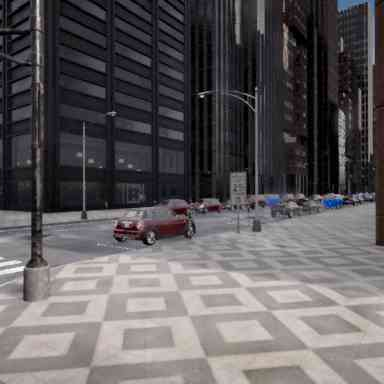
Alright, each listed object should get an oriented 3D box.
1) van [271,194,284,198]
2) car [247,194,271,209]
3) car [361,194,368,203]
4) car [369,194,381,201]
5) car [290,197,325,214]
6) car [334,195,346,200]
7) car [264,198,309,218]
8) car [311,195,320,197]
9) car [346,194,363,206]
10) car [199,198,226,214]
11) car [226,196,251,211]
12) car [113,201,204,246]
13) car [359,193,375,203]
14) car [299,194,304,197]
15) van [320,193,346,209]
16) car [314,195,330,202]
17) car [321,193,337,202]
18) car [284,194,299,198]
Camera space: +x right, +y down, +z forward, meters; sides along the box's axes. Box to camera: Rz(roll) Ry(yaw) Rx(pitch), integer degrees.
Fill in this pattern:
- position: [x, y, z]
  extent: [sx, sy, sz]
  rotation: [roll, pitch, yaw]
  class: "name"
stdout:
- position: [11.176, 1.247, 47.540]
  extent: [1.690, 1.788, 3.998]
  rotation: [0, 0, 36]
  class: "van"
- position: [7.901, 1.232, 42.987]
  extent: [2.192, 1.841, 5.009]
  rotation: [0, 0, 36]
  class: "car"
- position: [27.933, 1.409, 56.237]
  extent: [1.947, 1.339, 4.313]
  rotation: [0, 0, 36]
  class: "car"
- position: [41.034, 1.246, 74.451]
  extent: [1.967, 1.590, 4.097]
  rotation: [0, 0, 36]
  class: "car"
- position: [11.558, 1.465, 33.469]
  extent: [1.947, 1.339, 4.313]
  rotation: [0, 0, 36]
  class: "car"
- position: [37.381, 1.395, 83.972]
  extent: [1.947, 1.339, 4.313]
  rotation: [0, 0, 36]
  class: "car"
- position: [8.282, 1.463, 28.916]
  extent: [2.008, 1.369, 4.403]
  rotation: [0, 0, 36]
  class: "car"
- position: [24.279, 1.304, 65.756]
  extent: [1.967, 1.590, 4.097]
  rotation: [0, 0, 36]
  class: "car"
- position: [24.658, 1.419, 51.683]
  extent: [1.947, 1.339, 4.313]
  rotation: [0, 0, 36]
  class: "car"
- position: [1.351, 1.383, 33.879]
  extent: [1.967, 1.590, 4.097]
  rotation: [0, 0, 36]
  class: "car"
- position: [4.626, 1.480, 38.433]
  extent: [2.008, 1.369, 4.403]
  rotation: [0, 0, 36]
  class: "car"
- position: [-1.543, 1.393, 15.256]
  extent: [1.967, 1.590, 4.097]
  rotation: [0, 0, 36]
  class: "car"
- position: [34.484, 1.369, 65.344]
  extent: [1.887, 1.381, 4.507]
  rotation: [0, 0, 36]
  class: "car"
- position: [17.727, 1.199, 56.648]
  extent: [2.192, 1.841, 5.009]
  rotation: [0, 0, 36]
  class: "car"
- position: [18.107, 1.216, 42.576]
  extent: [1.690, 1.788, 3.998]
  rotation: [0, 0, 36]
  class: "van"
- position: [27.554, 1.406, 70.310]
  extent: [2.008, 1.369, 4.403]
  rotation: [0, 0, 36]
  class: "car"
- position: [30.829, 1.161, 74.864]
  extent: [2.192, 1.841, 5.009]
  rotation: [0, 0, 36]
  class: "car"
- position: [14.452, 1.209, 52.094]
  extent: [2.192, 1.841, 5.009]
  rotation: [0, 0, 36]
  class: "car"
